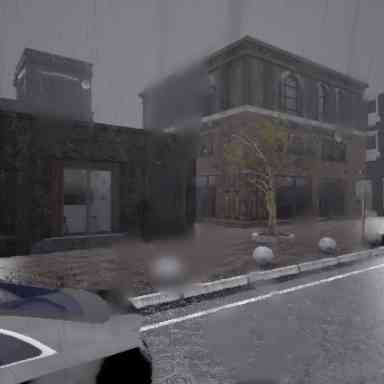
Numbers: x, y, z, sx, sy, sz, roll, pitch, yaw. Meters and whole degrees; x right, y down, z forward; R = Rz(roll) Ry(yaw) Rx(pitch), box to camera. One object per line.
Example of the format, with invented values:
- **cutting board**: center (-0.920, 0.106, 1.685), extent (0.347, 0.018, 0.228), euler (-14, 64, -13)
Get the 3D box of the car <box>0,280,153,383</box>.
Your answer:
- **car**: center (-2.602, 1.491, 2.131), extent (4.902, 1.511, 2.128), euler (0, 0, -36)
